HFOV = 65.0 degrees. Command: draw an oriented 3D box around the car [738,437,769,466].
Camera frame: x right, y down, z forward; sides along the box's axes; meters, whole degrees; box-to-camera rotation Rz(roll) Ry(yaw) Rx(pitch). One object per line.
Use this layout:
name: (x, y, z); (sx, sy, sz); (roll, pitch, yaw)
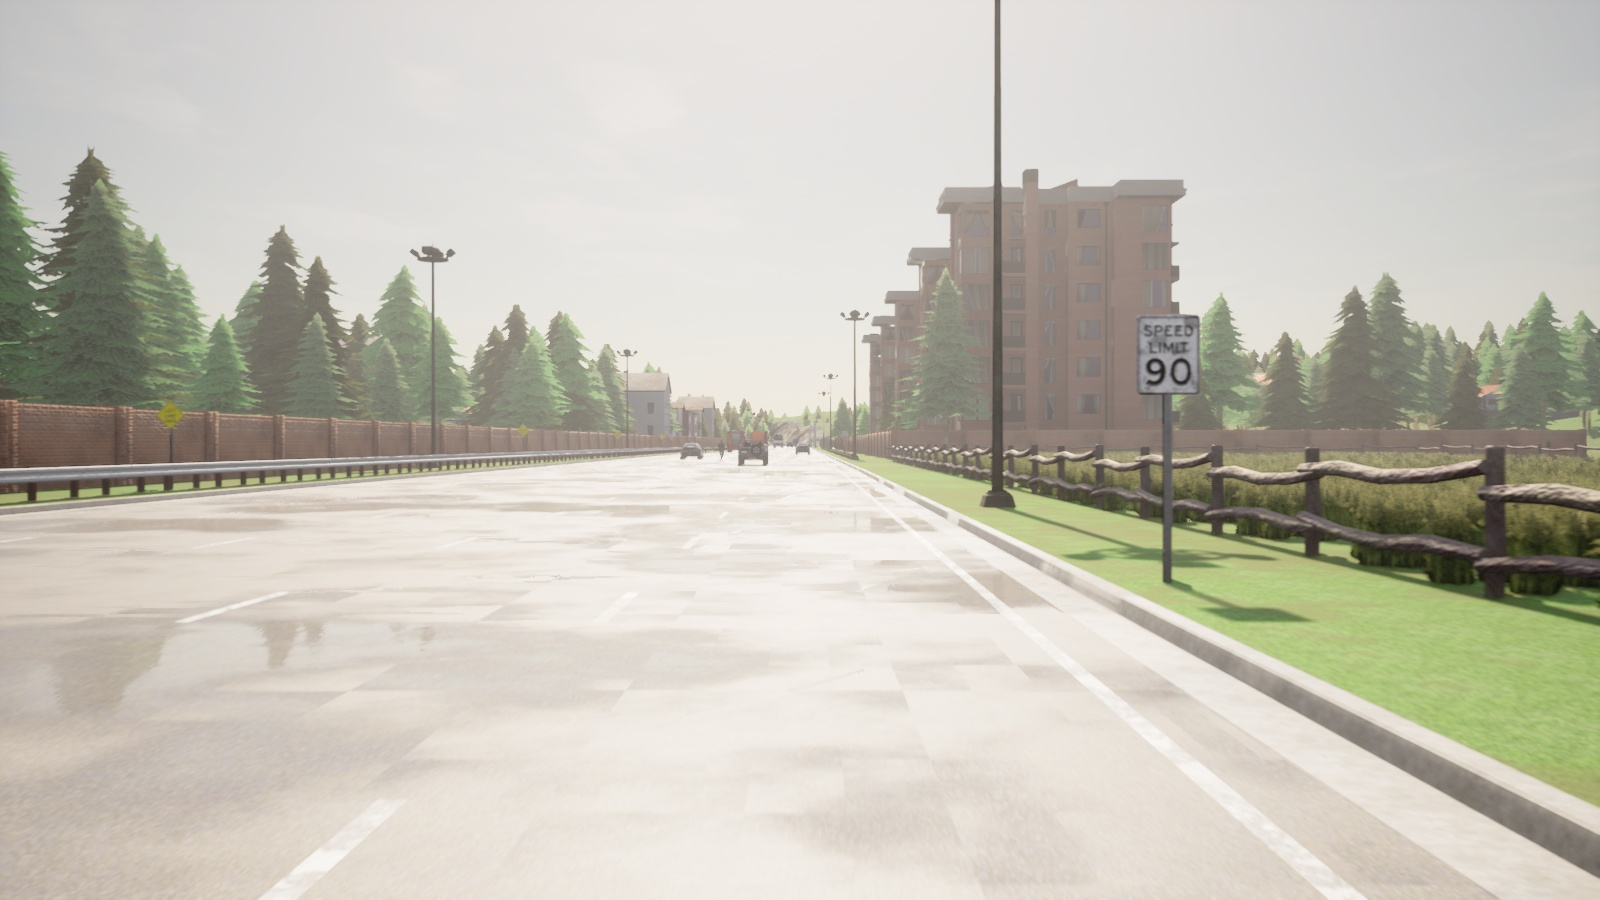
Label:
car: (-3.137, 0.082, 84.986); (1.932, 1.855, 4.605); (0, 0, 0)
